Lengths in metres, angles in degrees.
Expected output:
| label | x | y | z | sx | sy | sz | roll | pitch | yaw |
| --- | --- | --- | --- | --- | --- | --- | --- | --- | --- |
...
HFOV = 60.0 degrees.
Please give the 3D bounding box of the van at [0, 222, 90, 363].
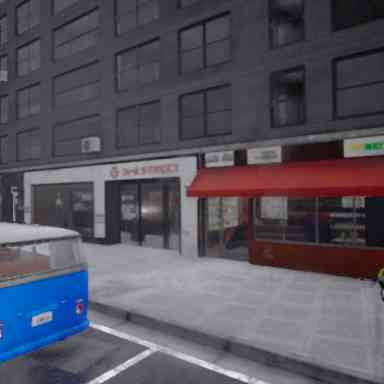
| label | x | y | z | sx | sy | sz | roll | pitch | yaw |
| --- | --- | --- | --- | --- | --- | --- | --- | --- | --- |
| van | -3.397 | 1.376 | 5.288 | 3.998 | 1.788 | 1.690 | 0 | -1 | 35 |
